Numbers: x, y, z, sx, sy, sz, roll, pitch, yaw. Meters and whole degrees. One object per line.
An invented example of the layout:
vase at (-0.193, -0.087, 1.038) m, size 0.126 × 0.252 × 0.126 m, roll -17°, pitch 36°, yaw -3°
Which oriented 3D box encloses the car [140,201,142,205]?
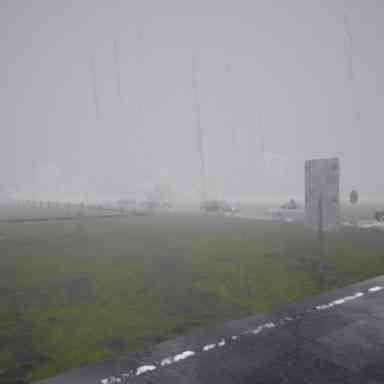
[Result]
car at (-6.462, 1.666, 53.597) m, size 2.033 × 1.411 × 5.357 m, roll 0°, pitch 0°, yaw -35°

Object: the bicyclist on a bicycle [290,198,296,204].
bicyclist on a bicycle at (10.533, 1.494, 34.834) m, size 1.656 × 1.620 × 0.582 m, roll 0°, pitch 0°, yaw -35°

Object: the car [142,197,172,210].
car at (-4.580, 1.456, 45.925) m, size 2.097 × 1.767 × 4.553 m, roll 0°, pitch -1°, yaw -35°

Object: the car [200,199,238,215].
car at (2.778, 1.552, 35.465) m, size 2.128 × 1.511 × 4.902 m, roll 0°, pitch 0°, yaw -35°

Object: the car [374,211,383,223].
car at (15.178, 1.608, 22.876) m, size 1.895 × 1.301 × 4.718 m, roll 0°, pitch 0°, yaw -26°

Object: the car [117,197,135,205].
car at (-12.207, 1.647, 61.644) m, size 2.128 × 1.511 × 4.902 m, roll 0°, pitch 0°, yaw -35°

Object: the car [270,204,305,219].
car at (8.716, 1.631, 27.044) m, size 1.895 × 1.301 × 4.718 m, roll 0°, pitch 0°, yaw -35°
